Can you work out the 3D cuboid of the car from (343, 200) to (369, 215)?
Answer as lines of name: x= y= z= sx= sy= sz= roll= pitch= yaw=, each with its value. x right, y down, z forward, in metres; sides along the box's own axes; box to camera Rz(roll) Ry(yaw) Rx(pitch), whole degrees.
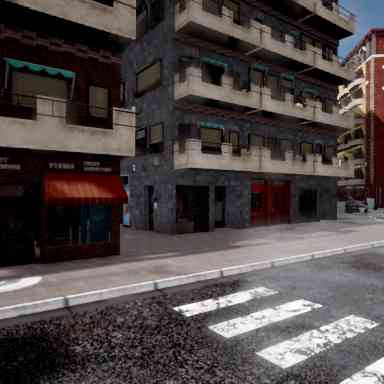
car: x=17.630 y=1.666 z=36.433 sx=2.128 sy=1.511 sz=4.902 roll=0 pitch=0 yaw=5
